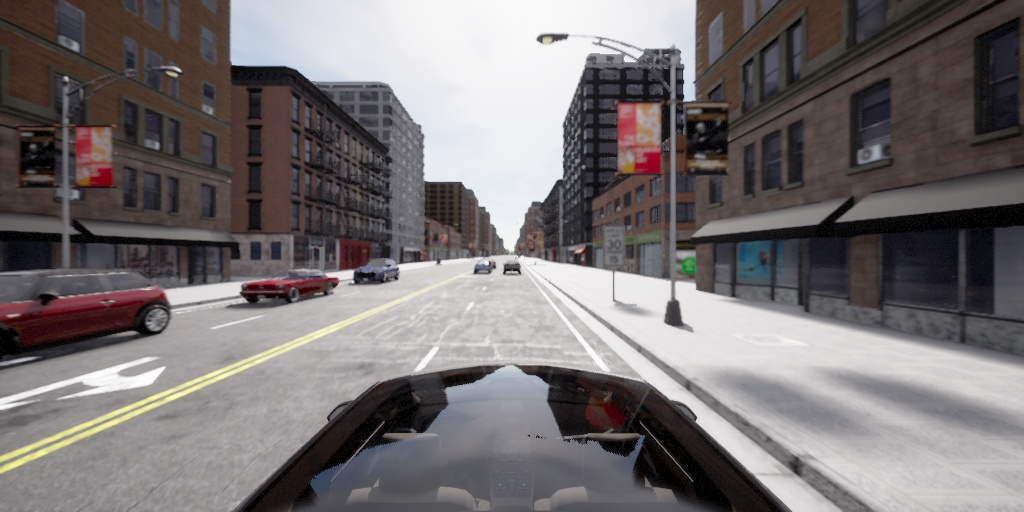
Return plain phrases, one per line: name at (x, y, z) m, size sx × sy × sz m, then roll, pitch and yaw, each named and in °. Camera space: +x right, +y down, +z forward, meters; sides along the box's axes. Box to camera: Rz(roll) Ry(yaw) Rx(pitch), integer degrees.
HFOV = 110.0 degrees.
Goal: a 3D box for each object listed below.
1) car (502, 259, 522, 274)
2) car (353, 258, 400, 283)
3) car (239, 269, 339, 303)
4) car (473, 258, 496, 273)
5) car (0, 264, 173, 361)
car at (0.015, 1.088, 37.818) m, size 1.837 × 1.490 × 4.892 m, roll 0°, pitch 1°, yaw 0°
car at (-9.833, 0.988, 26.332) m, size 2.097 × 1.767 × 4.553 m, roll 0°, pitch 0°, yaw 0°
car at (-9.846, 1.284, 16.290) m, size 1.895 × 1.301 × 4.718 m, roll 0°, pitch 0°, yaw 0°
car at (-3.139, 1.123, 39.311) m, size 2.033 × 1.411 × 5.357 m, roll 0°, pitch 0°, yaw 0°
car at (-9.847, 1.076, 7.309) m, size 2.097 × 1.767 × 4.553 m, roll 0°, pitch 0°, yaw 0°
